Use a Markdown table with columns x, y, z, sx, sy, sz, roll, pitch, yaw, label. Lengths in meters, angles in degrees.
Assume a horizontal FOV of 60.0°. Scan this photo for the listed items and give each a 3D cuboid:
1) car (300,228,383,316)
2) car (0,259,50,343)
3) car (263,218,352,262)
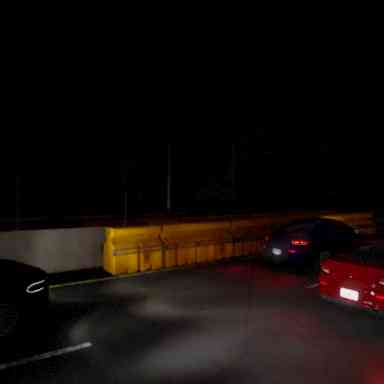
| x | y | z | sx | sy | sz | roll | pitch | yaw | label |
| --- | --- | --- | --- | --- | --- | --- | --- | --- | --- |
| 4.548 | 1.584 | 7.002 | 4.674 | 1.442 | 1.812 | 0 | 0 | -36 | car |
| -4.706 | 1.469 | 4.687 | 5.008 | 1.535 | 1.882 | 0 | 0 | -35 | car |
| 4.383 | 1.601 | 11.175 | 4.674 | 1.442 | 1.812 | 0 | 0 | -36 | car |
